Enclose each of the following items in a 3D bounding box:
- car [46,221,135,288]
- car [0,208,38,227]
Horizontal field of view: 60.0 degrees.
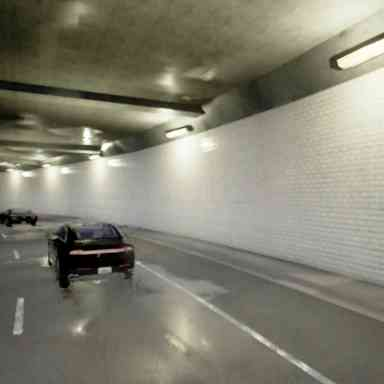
[{"bbox_3d":[-3.120,1.614,9.813,2.128,1.511,4.902,1,-1,-27],"label":"car"},{"bbox_3d":[-13.209,1.880,25.138,1.895,1.301,4.718,1,-1,-39],"label":"car"}]
